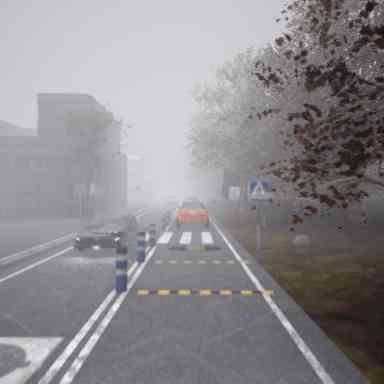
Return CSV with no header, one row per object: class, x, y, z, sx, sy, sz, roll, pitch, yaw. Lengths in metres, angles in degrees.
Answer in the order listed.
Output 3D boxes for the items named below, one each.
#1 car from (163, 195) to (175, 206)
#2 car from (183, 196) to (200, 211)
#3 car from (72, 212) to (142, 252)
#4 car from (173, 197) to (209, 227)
car,-3.583,1.330,55.659,2.097,1.767,4.553,0,0,0
car,-0.056,1.359,41.937,2.097,1.767,4.553,0,0,0
car,-3.363,1.572,14.336,2.033,1.411,5.357,0,0,0
car,0.045,1.377,22.877,2.097,1.767,4.553,0,0,0
